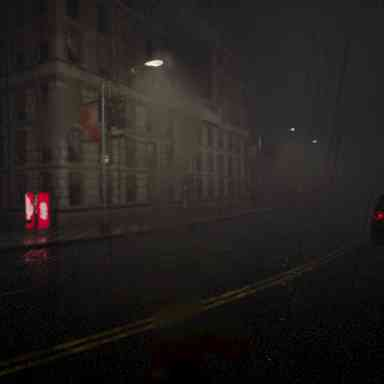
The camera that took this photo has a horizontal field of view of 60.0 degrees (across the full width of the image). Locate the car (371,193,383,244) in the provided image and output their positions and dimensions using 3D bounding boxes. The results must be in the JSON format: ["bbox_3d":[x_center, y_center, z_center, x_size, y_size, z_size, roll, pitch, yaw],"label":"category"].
[{"bbox_3d":[8.917,0.987,13.830,2.150,2.045,5.566,-1,1,35],"label":"car"}]
